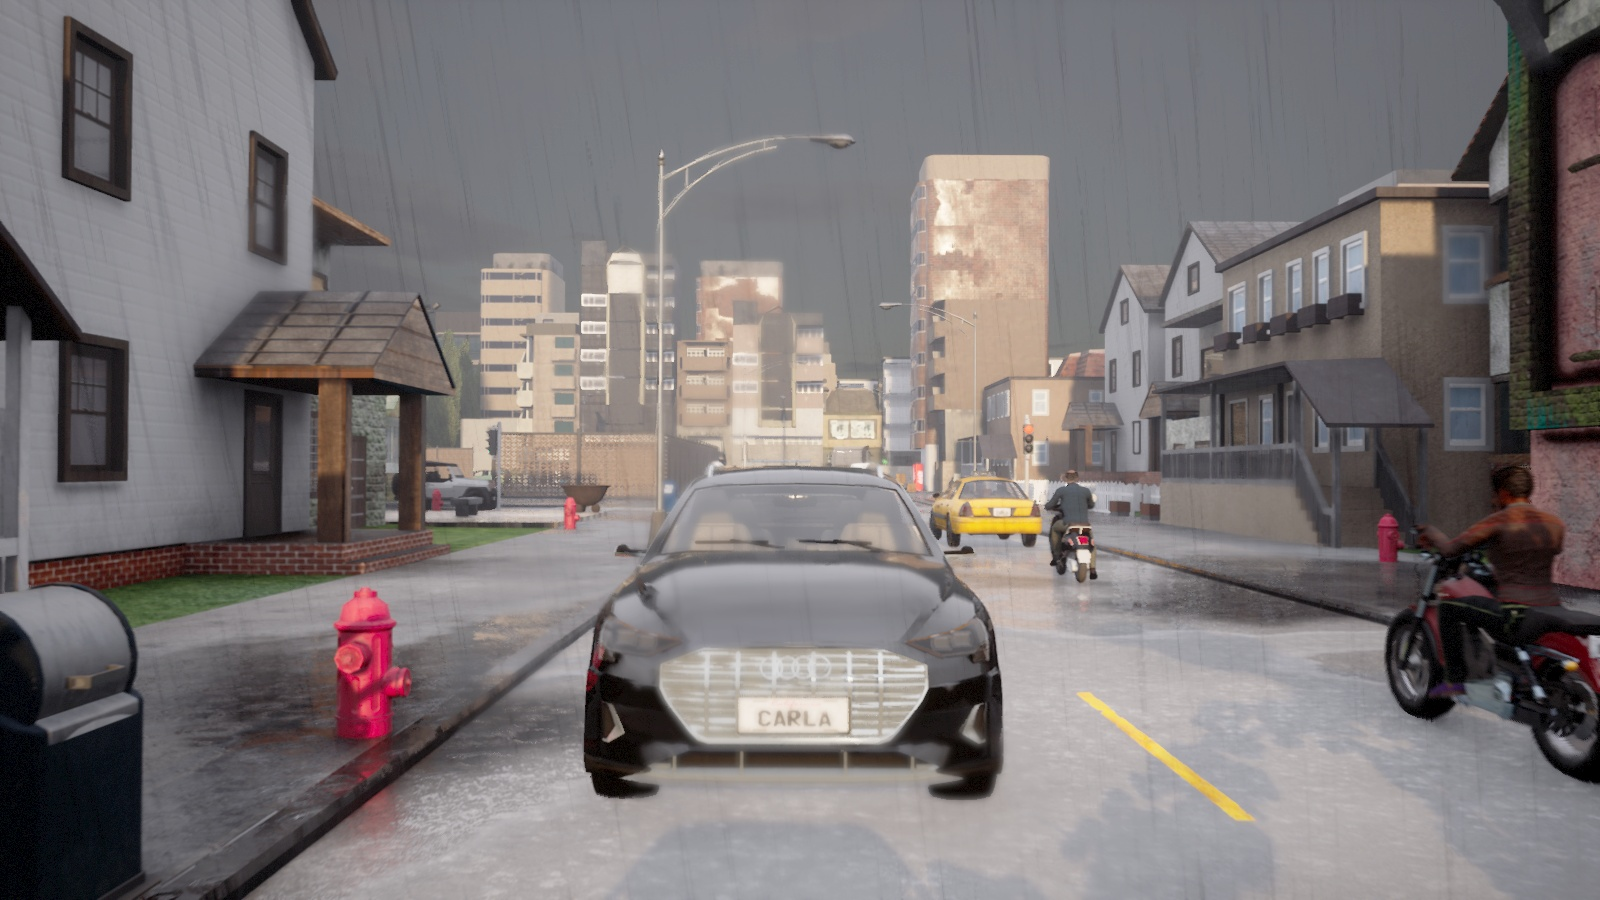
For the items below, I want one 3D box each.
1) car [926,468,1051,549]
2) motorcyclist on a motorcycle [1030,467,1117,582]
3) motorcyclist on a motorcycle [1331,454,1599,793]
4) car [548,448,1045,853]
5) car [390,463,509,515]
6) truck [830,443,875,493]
[{"bbox_3d":[3.940,1.181,27.113,1.801,1.575,5.366,0,-1,-1],"label":"car"},{"bbox_3d":[3.954,1.051,18.309,0.866,1.590,1.817,0,-1,0],"label":"motorcyclist on a motorcycle"},{"bbox_3d":[3.980,0.868,7.310,0.766,1.649,2.350,0,-1,0],"label":"motorcyclist on a motorcycle"},{"bbox_3d":[-0.021,0.869,7.584,2.033,1.649,4.856,0,-1,0],"label":"car"},{"bbox_3d":[-12.836,1.416,46.139,3.866,1.878,1.905,0,-1,0],"label":"car"},{"bbox_3d":[3.759,1.311,91.387,2.891,3.462,7.936,0,-1,0],"label":"truck"}]
